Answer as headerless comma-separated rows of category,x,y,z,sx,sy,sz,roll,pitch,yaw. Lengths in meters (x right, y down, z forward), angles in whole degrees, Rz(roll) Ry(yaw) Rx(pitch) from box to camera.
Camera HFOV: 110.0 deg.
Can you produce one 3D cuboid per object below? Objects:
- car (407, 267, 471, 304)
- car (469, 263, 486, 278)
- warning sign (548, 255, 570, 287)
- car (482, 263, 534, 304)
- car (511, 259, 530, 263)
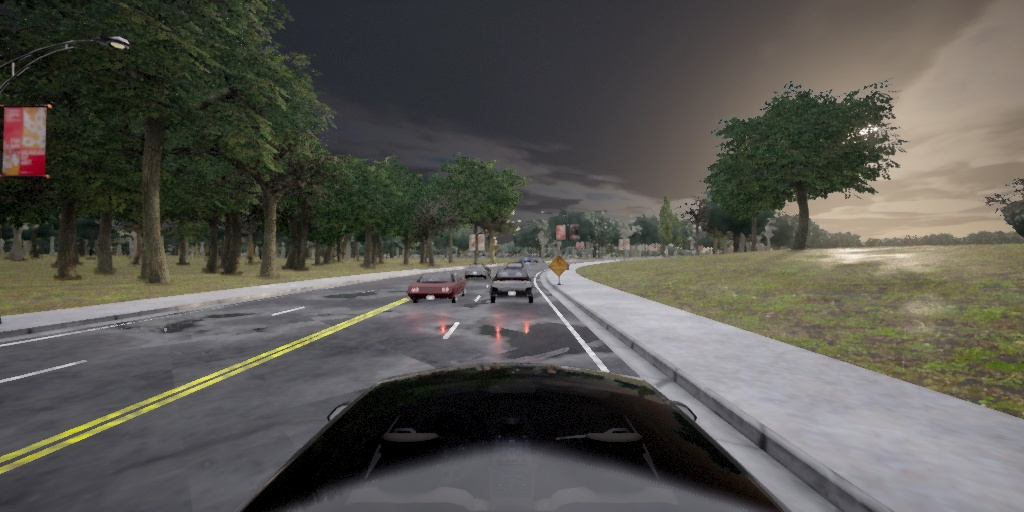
car,-3.250,1.377,16.533,1.895,1.301,4.718,0,0,0
car,-2.898,1.335,31.382,1.994,1.385,4.181,0,0,4
warning sign,2.850,0.879,21.579,1.300,1.860,1.060,0,0,0
car,0.000,1.256,16.504,2.128,1.511,4.902,0,0,0
car,0.343,1.274,31.152,1.837,1.490,4.892,0,0,4
